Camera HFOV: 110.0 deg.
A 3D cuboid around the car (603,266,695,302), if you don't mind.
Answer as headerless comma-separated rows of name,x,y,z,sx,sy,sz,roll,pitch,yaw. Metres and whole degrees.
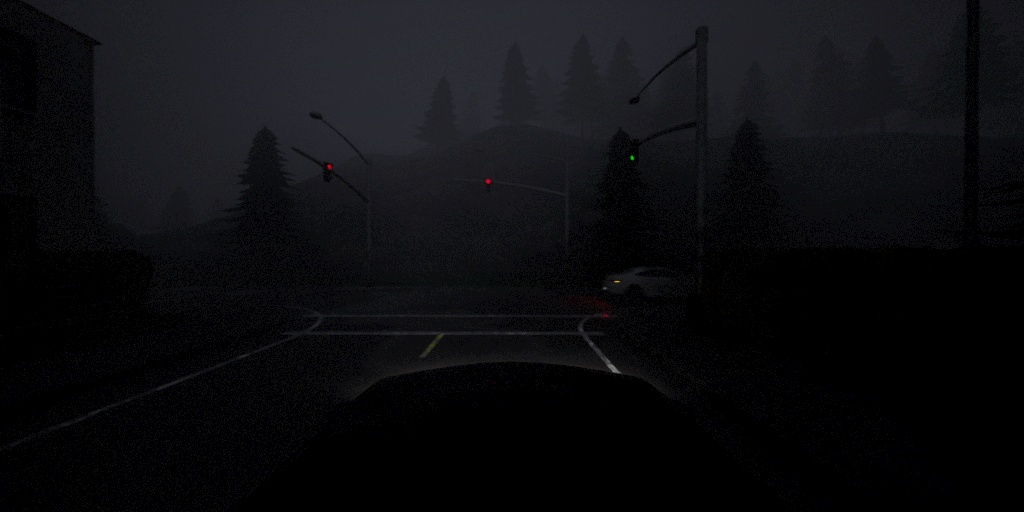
car,6.361,1.168,15.637,4.674,1.442,1.812,0,0,1
